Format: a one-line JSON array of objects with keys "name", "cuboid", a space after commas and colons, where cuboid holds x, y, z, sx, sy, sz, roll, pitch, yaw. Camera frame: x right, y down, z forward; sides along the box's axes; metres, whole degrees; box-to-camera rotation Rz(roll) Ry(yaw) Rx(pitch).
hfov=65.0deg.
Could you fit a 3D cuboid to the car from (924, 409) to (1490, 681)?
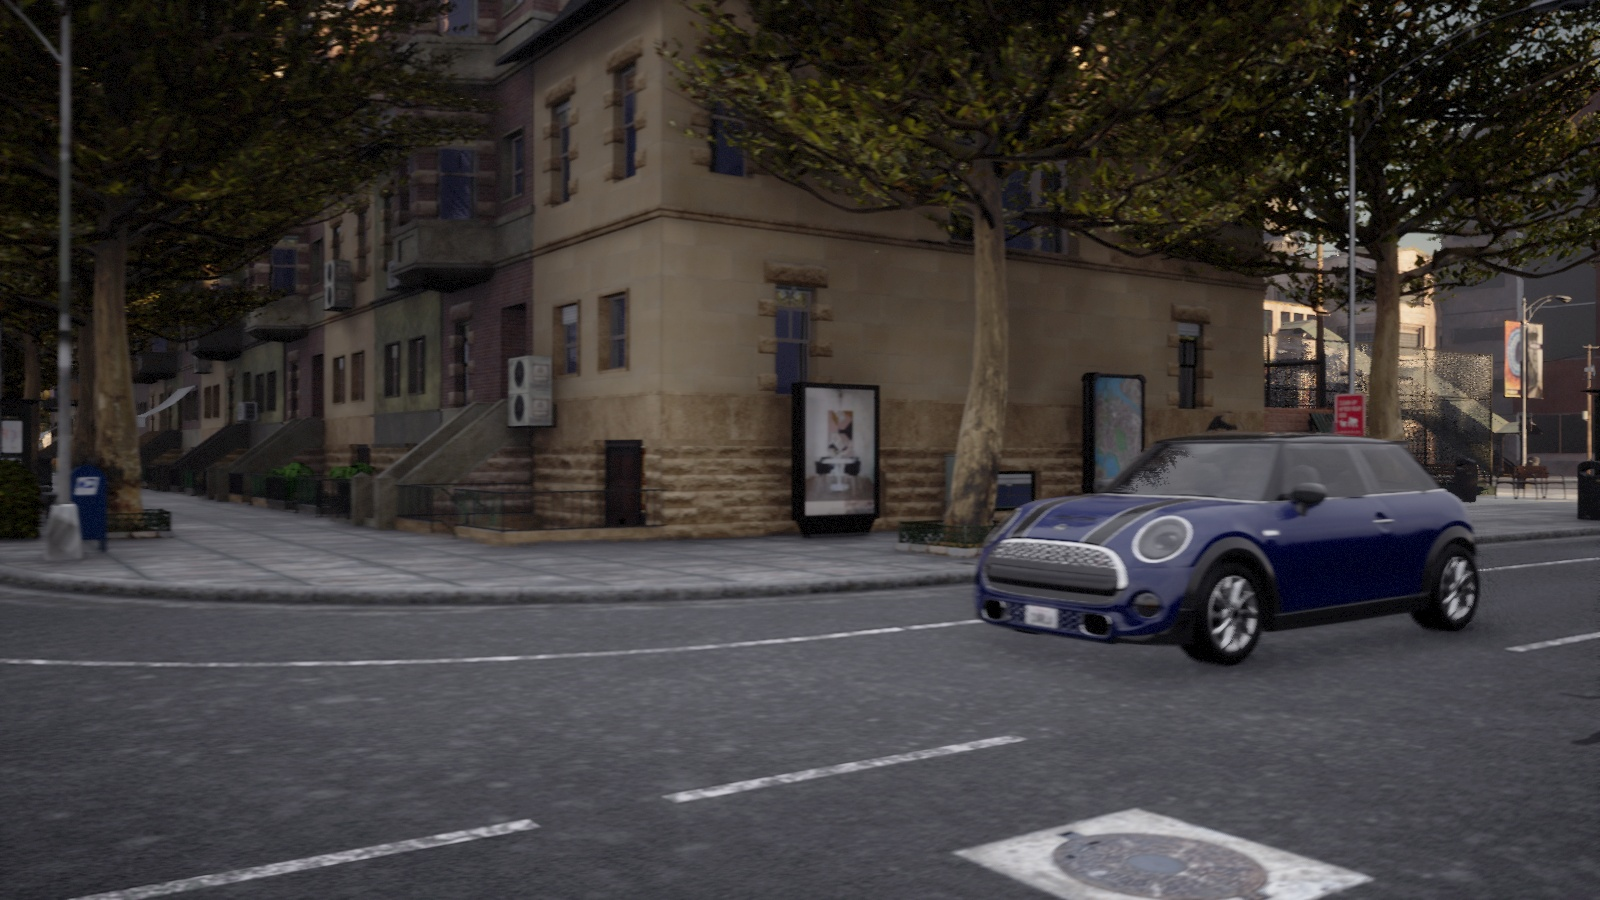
[{"name": "car", "cuboid": [3.447, 0.621, 10.323, 4.553, 1.767, 2.097, 0, 0, -35]}]
